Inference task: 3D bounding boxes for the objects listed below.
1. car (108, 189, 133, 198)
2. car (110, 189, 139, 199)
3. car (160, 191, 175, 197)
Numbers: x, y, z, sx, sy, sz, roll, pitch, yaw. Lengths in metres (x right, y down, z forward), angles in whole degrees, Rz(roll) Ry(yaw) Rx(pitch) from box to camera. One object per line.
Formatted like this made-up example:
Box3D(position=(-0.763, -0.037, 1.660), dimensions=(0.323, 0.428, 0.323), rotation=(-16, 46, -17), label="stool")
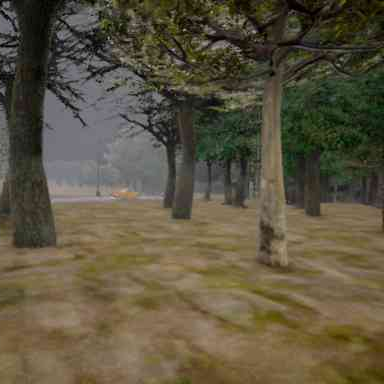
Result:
Box3D(position=(-12.524, 0.248, 58.546), dimensions=(1.994, 1.385, 4.181), rotation=(3, 1, 29), label="car")
Box3D(position=(-10.818, 0.294, 55.194), dimensions=(1.882, 1.535, 5.008), rotation=(3, 2, 29), label="car")
Box3D(position=(-4.604, 0.459, 67.632), dimensions=(1.895, 1.301, 4.718), rotation=(3, 1, 23), label="car")
